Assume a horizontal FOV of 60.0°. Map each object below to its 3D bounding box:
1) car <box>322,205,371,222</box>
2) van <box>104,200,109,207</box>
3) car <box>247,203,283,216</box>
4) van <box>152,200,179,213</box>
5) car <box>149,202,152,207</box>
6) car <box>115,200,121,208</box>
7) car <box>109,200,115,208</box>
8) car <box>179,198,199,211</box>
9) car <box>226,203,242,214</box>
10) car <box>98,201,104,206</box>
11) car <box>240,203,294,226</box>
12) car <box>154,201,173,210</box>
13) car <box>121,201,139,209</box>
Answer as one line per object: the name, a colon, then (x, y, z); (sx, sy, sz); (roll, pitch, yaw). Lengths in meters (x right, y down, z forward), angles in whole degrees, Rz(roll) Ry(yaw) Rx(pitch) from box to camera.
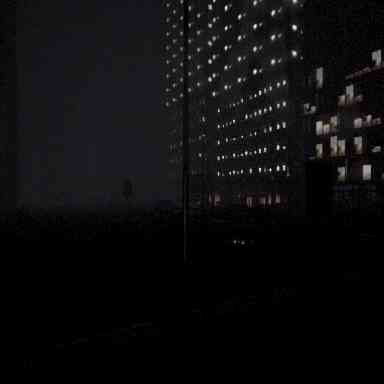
car: (13.580, 1.854, 29.584); (2.008, 1.369, 4.403); (-1, -1, -26)
van: (-18.508, 2.634, 76.534); (1.690, 1.788, 3.998); (-1, -1, -26)
car: (8.671, 2.068, 39.705); (1.947, 1.339, 4.313); (-1, -1, -26)
van: (-3.782, 2.005, 46.173); (1.690, 1.788, 3.998); (-1, -1, -26)
car: (-8.509, 2.808, 75.128); (1.802, 1.307, 4.206); (-1, -1, -26)
car: (-13.522, 2.602, 66.259); (1.752, 1.417, 4.829); (-1, -1, -26)
car: (-16.050, 2.731, 71.472); (1.887, 1.381, 4.507); (-1, -1, -26)
car: (-0.768, 2.003, 53.109); (2.150, 2.045, 5.566); (0, -1, -25)
car: (6.217, 2.168, 44.766); (1.947, 1.339, 4.313); (-1, -1, -26)
car: (-23.412, 3.053, 86.652); (1.887, 1.381, 4.507); (-1, -1, -26)
car: (6.040, 1.813, 25.927); (2.008, 1.369, 4.403); (-1, -1, -26)
car: (-5.416, 2.454, 62.613); (1.882, 1.535, 5.008); (0, -1, -26)
car: (-11.141, 2.525, 61.351); (2.008, 1.369, 4.403); (-1, -1, -26)
